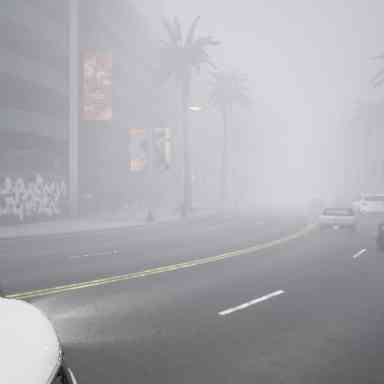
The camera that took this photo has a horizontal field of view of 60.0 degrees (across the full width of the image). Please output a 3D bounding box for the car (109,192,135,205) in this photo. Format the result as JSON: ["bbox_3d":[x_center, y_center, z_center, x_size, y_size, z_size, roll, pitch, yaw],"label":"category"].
[{"bbox_3d":[-10.836,0.982,51.444,2.435,2.045,5.566,0,0,16],"label":"car"}]

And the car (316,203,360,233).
[{"bbox_3d":[8.775,1.592,19.884,1.895,1.301,4.718,0,0,27],"label":"car"}]

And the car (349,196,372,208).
[{"bbox_3d":[24.785,1.461,49.062,2.231,1.521,4.892,0,0,16],"label":"car"}]

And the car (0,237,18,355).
[{"bbox_3d":[-4.769,1.557,4.396,4.181,1.385,1.994,0,0,-34],"label":"car"}]

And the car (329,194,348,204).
[{"bbox_3d":[21.407,1.469,48.127,2.128,1.511,4.902,0,0,16],"label":"car"}]

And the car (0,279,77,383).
[{"bbox_3d":[-3.270,1.219,1.155,5.566,2.045,2.150,0,0,-33],"label":"car"}]

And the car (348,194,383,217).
[{"bbox_3d":[16.190,1.210,30.472,2.150,2.045,5.566,0,0,17],"label":"car"}]

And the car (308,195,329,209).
[{"bbox_3d":[16.909,1.525,45.114,2.033,1.411,5.357,0,0,16],"label":"car"}]

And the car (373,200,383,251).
[{"bbox_3d":[8.945,1.348,13.502,2.097,1.767,4.553,0,0,35],"label":"car"}]
